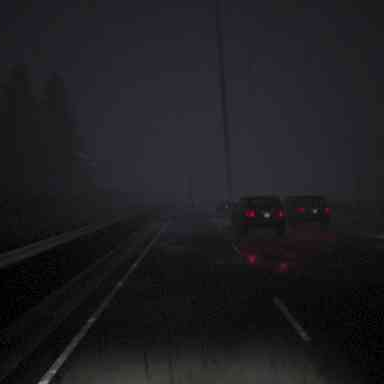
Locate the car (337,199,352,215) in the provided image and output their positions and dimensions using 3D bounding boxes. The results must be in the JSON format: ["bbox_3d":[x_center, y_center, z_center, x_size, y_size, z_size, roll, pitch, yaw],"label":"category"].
[{"bbox_3d":[14.105,1.462,33.250,1.882,1.535,5.008,0,0,0],"label":"car"}]

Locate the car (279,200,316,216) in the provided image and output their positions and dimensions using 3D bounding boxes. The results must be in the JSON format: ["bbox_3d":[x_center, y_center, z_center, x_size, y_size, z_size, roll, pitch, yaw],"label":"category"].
[{"bbox_3d":[10.605,1.531,33.810,2.033,1.411,5.357,0,0,0],"label":"car"}]

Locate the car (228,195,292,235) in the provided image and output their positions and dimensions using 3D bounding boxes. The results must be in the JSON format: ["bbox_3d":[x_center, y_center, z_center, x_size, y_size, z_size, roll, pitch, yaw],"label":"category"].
[{"bbox_3d":[3.591,1.212,18.684,2.150,2.045,5.566,0,0,0],"label":"car"}]

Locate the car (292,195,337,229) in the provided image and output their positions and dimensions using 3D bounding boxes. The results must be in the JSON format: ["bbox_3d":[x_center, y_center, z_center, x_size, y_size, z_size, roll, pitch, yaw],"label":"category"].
[{"bbox_3d":[7.103,1.211,21.859,2.150,2.045,5.566,0,0,0],"label":"car"}]

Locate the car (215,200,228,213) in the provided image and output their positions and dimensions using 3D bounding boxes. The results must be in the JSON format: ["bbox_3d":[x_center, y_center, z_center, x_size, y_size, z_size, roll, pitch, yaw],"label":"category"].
[{"bbox_3d":[3.606,1.545,36.623,1.994,1.385,4.181,0,0,0],"label":"car"}]
